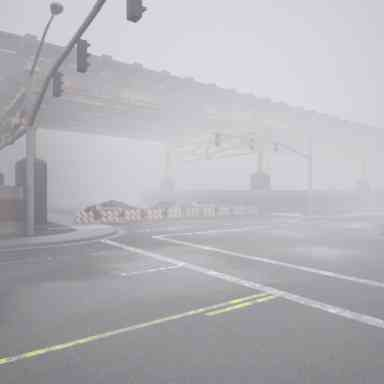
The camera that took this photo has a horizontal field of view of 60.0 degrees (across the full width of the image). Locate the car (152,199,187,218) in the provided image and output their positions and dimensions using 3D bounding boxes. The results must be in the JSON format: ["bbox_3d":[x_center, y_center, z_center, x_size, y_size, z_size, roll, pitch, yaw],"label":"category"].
[{"bbox_3d":[-2.462,1.453,30.280,2.038,1.542,4.974,0,0,18],"label":"car"}]

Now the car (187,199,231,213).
[{"bbox_3d":[1.400,1.295,34.029,4.536,1.218,1.853,0,0,-7],"label":"car"}]

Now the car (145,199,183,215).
[{"bbox_3d":[-2.446,1.295,30.329,1.853,1.218,4.536,0,0,18],"label":"car"}]

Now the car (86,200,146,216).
[{"bbox_3d":[-6.261,1.295,27.605,4.536,1.218,1.853,0,0,8],"label":"car"}]

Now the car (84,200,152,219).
[{"bbox_3d":[-6.209,1.453,27.598,4.974,1.542,2.038,0,0,8],"label":"car"}]

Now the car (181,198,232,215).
[{"bbox_3d":[1.452,1.453,34.036,4.974,1.542,2.038,0,0,-7],"label":"car"}]
